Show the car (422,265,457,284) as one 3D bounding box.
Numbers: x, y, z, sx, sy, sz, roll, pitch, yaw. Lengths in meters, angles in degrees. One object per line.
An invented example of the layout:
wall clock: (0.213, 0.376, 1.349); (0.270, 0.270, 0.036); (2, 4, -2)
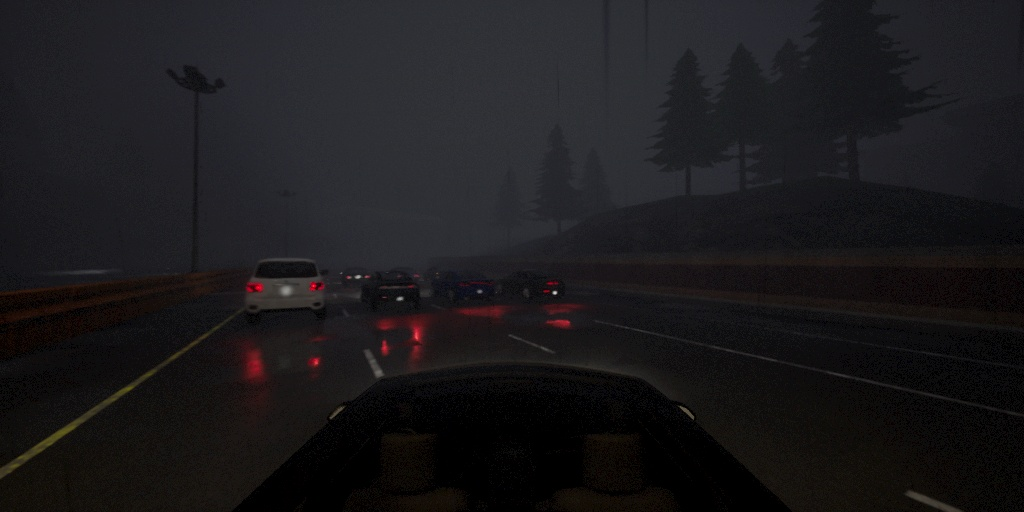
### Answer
car: (-6.580, 1.599, 32.252); (1.812, 1.442, 4.674); (0, 0, -28)

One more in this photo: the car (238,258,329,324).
car: (-7.917, 1.088, 12.890); (2.150, 2.045, 5.566); (0, 0, -29)

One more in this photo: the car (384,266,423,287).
car: (-9.001, 1.587, 29.350); (2.033, 1.411, 5.357); (0, -1, -28)

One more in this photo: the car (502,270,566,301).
car: (0.836, 1.443, 18.774); (1.837, 1.490, 4.892); (0, 0, -29)

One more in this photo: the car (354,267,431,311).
car: (-5.290, 1.385, 15.387); (2.128, 1.511, 4.902); (0, -1, -29)

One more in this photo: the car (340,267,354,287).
car: (-12.065, 1.566, 27.659); (2.033, 1.411, 5.357); (0, -1, -29)

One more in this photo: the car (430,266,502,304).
car: (-2.574, 1.398, 17.725); (1.882, 1.535, 5.008); (0, 0, -28)

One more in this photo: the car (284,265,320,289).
car: (-15.590, 1.498, 26.836); (2.128, 1.511, 4.902); (0, -1, -28)
